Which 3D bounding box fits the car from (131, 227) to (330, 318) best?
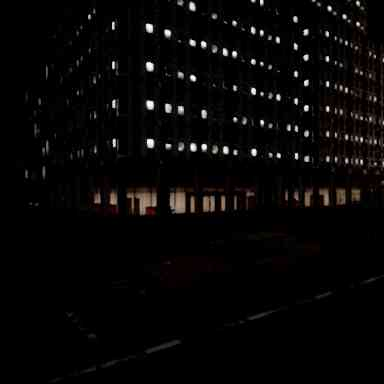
[{"bbox_3d":[1.077,1.492,7.331,4.829,1.417,1.752,0,0,-36],"label":"car"}]
